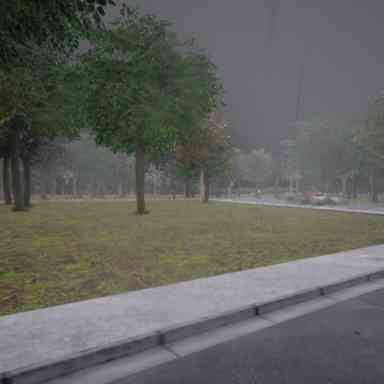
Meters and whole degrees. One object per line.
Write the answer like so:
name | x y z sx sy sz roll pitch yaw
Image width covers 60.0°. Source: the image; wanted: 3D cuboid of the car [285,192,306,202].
car | 21.794 1.397 71.510 2.128 1.511 4.902 0 0 -12

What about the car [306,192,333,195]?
car | 24.008 1.264 61.457 2.150 2.045 5.566 0 0 -11

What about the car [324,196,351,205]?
car | 27.144 1.545 62.310 2.128 1.511 4.902 0 0 -12

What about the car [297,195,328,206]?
car | 19.081 1.581 52.804 1.994 1.385 4.181 0 0 -12

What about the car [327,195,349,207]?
car | 22.378 1.553 52.919 1.812 1.442 4.674 0 0 -12
